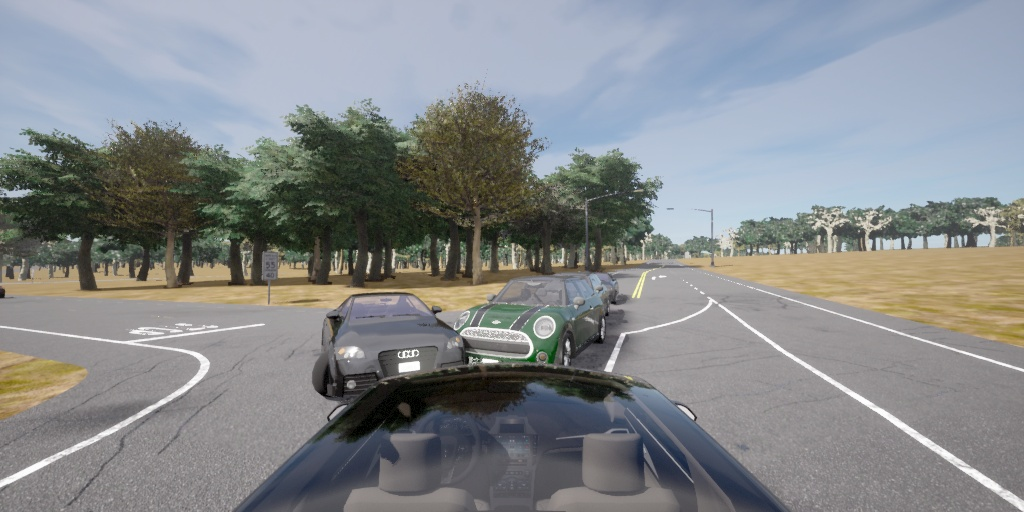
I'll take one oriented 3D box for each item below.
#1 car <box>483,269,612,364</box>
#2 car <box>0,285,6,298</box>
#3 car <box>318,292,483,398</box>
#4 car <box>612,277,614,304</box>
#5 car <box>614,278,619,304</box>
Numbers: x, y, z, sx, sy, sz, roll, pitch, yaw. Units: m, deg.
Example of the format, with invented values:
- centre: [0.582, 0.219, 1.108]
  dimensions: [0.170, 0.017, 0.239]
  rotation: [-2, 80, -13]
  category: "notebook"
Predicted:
- centre: [0.618, 1.218, 7.804]
  dimensions: [2.097, 1.767, 4.553]
  rotation: [-1, -2, 26]
  category: "car"
- centre: [-40.860, 2.560, 27.361]
  dimensions: [4.181, 1.385, 1.994]
  rotation: [-2, -3, 22]
  category: "car"
- centre: [-2.353, 1.376, 6.599]
  dimensions: [1.994, 1.385, 4.181]
  rotation: [1, -2, -29]
  category: "car"
- centre: [2.025, 1.344, 12.117]
  dimensions: [2.097, 1.767, 4.553]
  rotation: [-1, -1, 21]
  category: "car"
- centre: [4.218, 1.509, 17.844]
  dimensions: [1.994, 1.385, 4.181]
  rotation: [-1, 0, 19]
  category: "car"
